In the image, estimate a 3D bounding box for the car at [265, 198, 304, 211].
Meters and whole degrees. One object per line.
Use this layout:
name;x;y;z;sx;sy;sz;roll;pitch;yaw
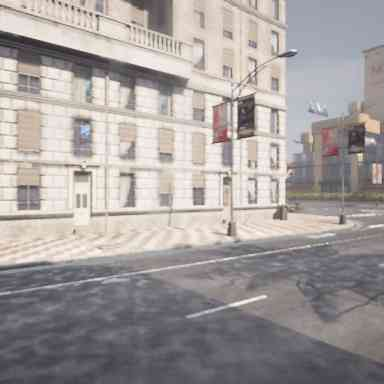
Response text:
car;12.196;1.603;44.241;1.837;1.490;4.892;0;0;-36

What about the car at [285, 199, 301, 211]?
car;10.442;1.441;40.717;2.097;1.767;4.553;0;0;-36
